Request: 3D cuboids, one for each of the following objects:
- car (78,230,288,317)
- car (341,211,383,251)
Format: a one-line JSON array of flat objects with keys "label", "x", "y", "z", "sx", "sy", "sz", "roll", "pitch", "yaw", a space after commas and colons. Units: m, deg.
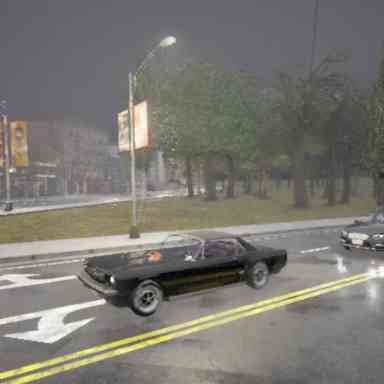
[{"label": "car", "x": -0.037, "y": 1.602, "z": 7.587, "sx": 4.718, "sy": 1.301, "sz": 1.895, "roll": 0, "pitch": 0, "yaw": -35}, {"label": "car", "x": 7.877, "y": 1.514, "z": 13.227, "sx": 4.902, "sy": 1.511, "sz": 2.128, "roll": 0, "pitch": 0, "yaw": -35}]
